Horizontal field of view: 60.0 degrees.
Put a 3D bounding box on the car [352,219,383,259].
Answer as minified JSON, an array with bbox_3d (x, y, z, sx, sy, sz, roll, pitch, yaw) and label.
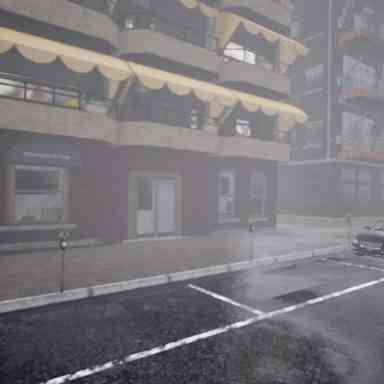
[{"bbox_3d":[7.438,1.592,11.849,4.403,1.369,2.008,0,1,-35],"label":"car"}]
